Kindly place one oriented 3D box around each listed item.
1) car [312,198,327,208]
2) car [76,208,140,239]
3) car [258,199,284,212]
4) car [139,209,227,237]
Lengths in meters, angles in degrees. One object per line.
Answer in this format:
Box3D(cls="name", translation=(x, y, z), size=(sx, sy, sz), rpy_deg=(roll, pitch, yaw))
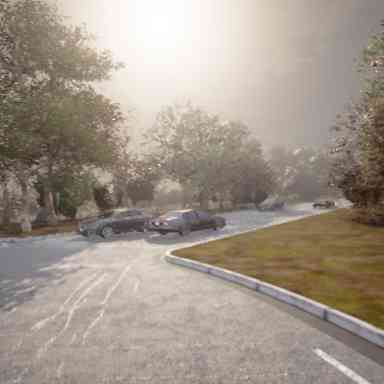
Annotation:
Box3D(cls="car", translation=(17.949, 1.481, 45.581), size=(2.033, 1.411, 5.357), rpy_deg=(-2, 0, 34))
Box3D(cls="car", translation=(-4.262, 1.734, 19.198), size=(1.837, 1.490, 4.892), rpy_deg=(-1, 0, 37))
Box3D(cls="car", translation=(9.340, 1.580, 39.270), size=(1.837, 1.490, 4.892), rpy_deg=(-2, -1, 34))
Box3D(cls="car", translation=(-0.173, 1.688, 19.290), size=(2.033, 1.411, 5.357), rpy_deg=(-2, -1, 41))
